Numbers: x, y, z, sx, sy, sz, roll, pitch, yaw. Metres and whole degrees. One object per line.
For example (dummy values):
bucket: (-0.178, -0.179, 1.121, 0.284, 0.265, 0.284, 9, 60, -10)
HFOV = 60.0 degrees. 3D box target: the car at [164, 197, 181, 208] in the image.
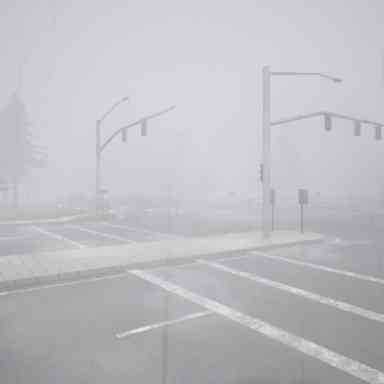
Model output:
car: (-3.472, 1.505, 48.997, 1.837, 1.490, 4.892, 0, 0, -35)

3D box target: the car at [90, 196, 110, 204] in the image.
car: (-17.346, 1.491, 62.786, 2.128, 1.511, 4.902, 0, 0, -35)

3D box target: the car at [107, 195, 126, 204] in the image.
car: (-14.795, 1.478, 65.274, 1.882, 1.535, 5.008, 0, 0, -34)

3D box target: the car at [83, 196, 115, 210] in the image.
car: (-12.056, 1.505, 42.947, 1.837, 1.490, 4.892, 0, 0, -35)

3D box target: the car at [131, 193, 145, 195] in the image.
car: (-9.009, 1.222, 56.921, 2.150, 2.045, 5.566, 0, 0, -35)

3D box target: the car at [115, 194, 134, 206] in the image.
car: (-11.495, 1.505, 54.362, 1.837, 1.490, 4.892, 0, 0, -35)

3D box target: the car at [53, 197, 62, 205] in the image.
car: (-23.411, 1.564, 59.244, 1.994, 1.385, 4.181, 0, 0, -34)

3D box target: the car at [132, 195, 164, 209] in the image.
car: (-6.255, 1.505, 46.869, 1.837, 1.490, 4.892, 0, 0, -35)

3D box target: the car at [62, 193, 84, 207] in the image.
car: (-17.717, 1.221, 51.024, 2.150, 2.045, 5.566, 0, 0, -35)
